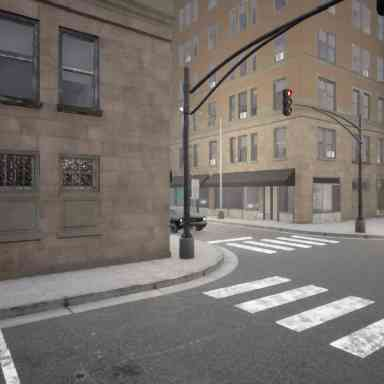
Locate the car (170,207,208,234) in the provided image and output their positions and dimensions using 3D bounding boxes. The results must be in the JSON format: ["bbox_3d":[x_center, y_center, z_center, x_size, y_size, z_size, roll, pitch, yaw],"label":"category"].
[{"bbox_3d":[-1.169,1.509,18.972,1.895,1.301,4.718,0,0,-36],"label":"car"}]
